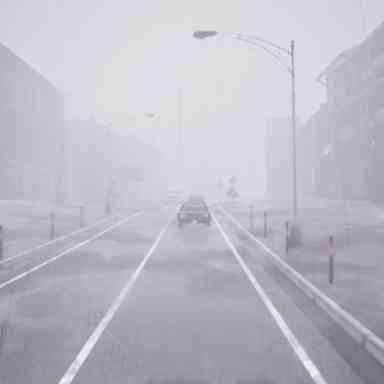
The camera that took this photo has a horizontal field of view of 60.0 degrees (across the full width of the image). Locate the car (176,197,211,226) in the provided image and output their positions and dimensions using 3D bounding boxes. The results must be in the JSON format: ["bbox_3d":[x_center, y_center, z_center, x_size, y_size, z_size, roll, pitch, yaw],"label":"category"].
[{"bbox_3d":[0.138,1.264,20.244,1.895,1.301,4.718,0,2,0],"label":"car"}]

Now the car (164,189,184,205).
[{"bbox_3d":[-2.252,0.611,43.302,2.150,2.045,5.566,-1,0,5],"label":"car"}]

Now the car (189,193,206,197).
[{"bbox_3d":[0.618,0.843,38.524,1.882,1.535,5.008,0,0,4],"label":"car"}]
